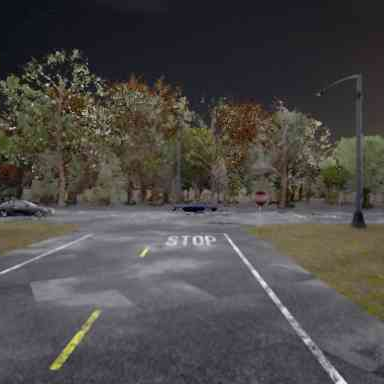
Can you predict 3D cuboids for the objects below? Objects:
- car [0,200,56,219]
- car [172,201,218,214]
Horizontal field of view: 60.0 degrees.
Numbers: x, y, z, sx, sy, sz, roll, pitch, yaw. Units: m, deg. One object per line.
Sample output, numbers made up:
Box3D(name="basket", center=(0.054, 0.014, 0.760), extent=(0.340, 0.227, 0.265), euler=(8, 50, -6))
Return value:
Box3D(name="car", center=(-13.739, 1.419, 27.486), extent=(4.674, 1.442, 1.812), euler=(0, 0, 1))
Box3D(name="car", center=(0.264, 1.573, 34.390), extent=(4.718, 1.301, 1.895), euler=(0, 0, 0))
